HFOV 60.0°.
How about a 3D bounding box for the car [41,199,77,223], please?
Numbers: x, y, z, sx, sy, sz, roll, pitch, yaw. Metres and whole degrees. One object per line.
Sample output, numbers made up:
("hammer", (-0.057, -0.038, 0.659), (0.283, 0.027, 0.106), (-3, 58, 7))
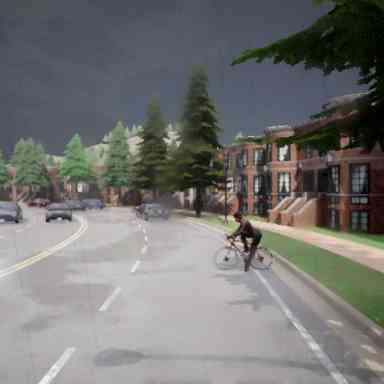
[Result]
("car", (-10.395, 1.526, 25.967), (2.033, 1.411, 5.357), (0, 0, -23))

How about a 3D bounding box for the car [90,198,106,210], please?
("car", (-13.021, 1.513, 42.725), (2.033, 1.411, 5.357), (0, 0, -42))

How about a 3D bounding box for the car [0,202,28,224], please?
("car", (-13.612, 1.527, 24.586), (2.033, 1.411, 5.357), (0, 0, -23))

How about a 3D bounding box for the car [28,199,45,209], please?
("car", (-20.748, 1.564, 45.333), (4.718, 1.301, 1.895), (0, 0, 39))

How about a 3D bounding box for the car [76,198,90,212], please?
("car", (-13.801, 1.533, 38.150), (1.994, 1.385, 4.181), (0, 0, -38))

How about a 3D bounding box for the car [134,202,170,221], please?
("car", (-3.309, 1.526, 26.979), (2.033, 1.411, 5.357), (0, 0, -21))

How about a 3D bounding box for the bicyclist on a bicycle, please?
("bicyclist on a bicycle", (1.445, 1.414, 9.325), (1.656, 1.620, 0.582), (0, 0, 0))
